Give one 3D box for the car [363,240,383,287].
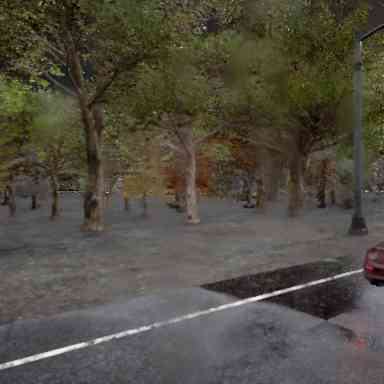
[{"bbox_3d":[5.910,1.503,7.964,4.674,1.442,1.812,0,0,-35],"label":"car"}]
